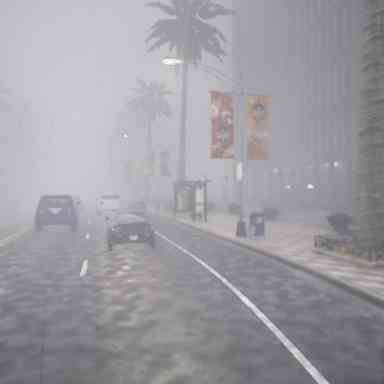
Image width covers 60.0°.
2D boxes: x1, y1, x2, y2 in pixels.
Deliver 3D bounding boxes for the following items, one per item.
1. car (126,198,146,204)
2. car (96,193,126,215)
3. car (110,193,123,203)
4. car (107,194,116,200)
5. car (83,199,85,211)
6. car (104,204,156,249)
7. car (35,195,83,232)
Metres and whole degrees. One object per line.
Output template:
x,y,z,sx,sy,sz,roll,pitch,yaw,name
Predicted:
-6.163,1.357,36.410,2.231,1.521,4.892,0,0,-17,car
-8.083,1.121,32.449,2.150,2.045,5.566,0,0,-17,car
-14.690,1.149,64.520,2.185,1.767,4.553,0,0,-17,car
-20.768,1.246,85.593,2.161,1.482,4.786,0,0,-17,car
-13.618,1.247,38.632,2.097,1.767,4.553,0,0,-17,car
-2.706,1.478,14.263,1.812,1.442,4.674,0,0,-15,car
-8.053,1.170,20.260,2.150,2.045,5.566,0,0,-17,car
